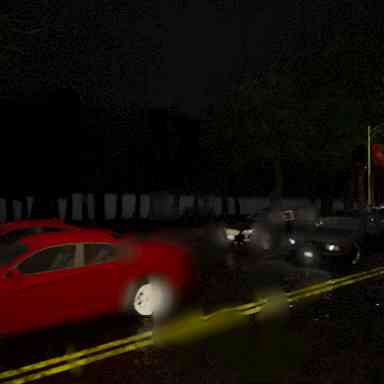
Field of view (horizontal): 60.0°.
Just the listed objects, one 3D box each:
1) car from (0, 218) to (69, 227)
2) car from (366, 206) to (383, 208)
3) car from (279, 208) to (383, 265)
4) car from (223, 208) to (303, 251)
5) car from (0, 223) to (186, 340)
[{"bbox_3d":[-4.350,1.470,8.443,5.008,1.535,1.882,0,0,-35],"label":"car"},{"bbox_3d":[10.843,1.519,19.264,4.718,1.301,1.895,0,0,-35],"label":"car"},{"bbox_3d":[5.705,1.494,11.624,5.357,1.411,2.033,0,0,-35],"label":"car"},{"bbox_3d":[3.476,1.439,14.030,4.902,1.511,2.128,0,0,-35],"label":"car"},{"bbox_3d":[-2.467,1.470,5.795,5.008,1.535,1.882,0,0,-35],"label":"car"}]
